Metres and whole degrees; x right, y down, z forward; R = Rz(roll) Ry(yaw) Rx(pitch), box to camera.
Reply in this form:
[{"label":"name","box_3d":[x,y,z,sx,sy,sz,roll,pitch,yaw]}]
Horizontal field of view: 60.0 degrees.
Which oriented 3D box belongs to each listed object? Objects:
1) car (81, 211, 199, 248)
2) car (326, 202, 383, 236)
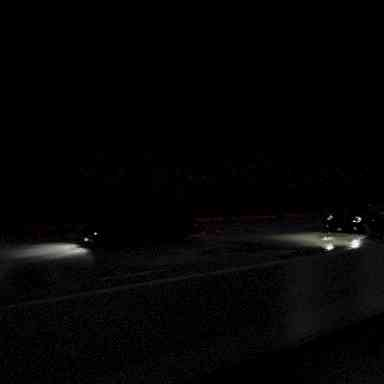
[{"label":"car","box_3d":[-2.205,1.603,15.318,5.357,1.411,2.033,1,0,-36]},{"label":"car","box_3d":[9.984,1.510,19.714,4.553,1.767,2.097,1,0,-35]}]
